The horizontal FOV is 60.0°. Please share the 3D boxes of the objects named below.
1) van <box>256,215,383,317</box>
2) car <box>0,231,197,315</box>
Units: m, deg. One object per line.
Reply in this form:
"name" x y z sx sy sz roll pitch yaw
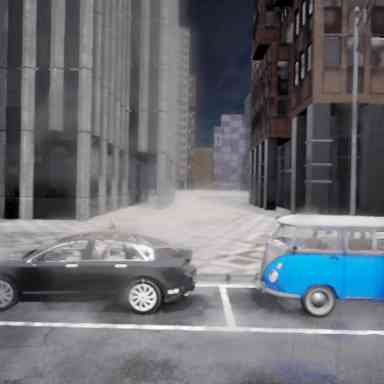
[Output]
"van" 3.427 1.376 6.638 3.998 1.788 1.690 1 0 1
"car" -2.100 1.496 6.762 4.403 1.369 2.008 1 0 1
